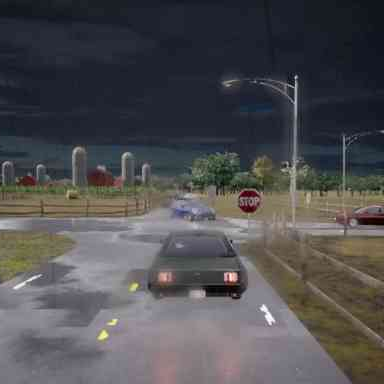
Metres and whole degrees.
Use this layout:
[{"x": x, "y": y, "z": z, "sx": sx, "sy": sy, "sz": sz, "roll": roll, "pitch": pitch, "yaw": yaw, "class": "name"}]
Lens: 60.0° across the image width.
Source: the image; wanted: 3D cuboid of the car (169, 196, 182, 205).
[{"x": -2.780, "y": 1.499, "z": 57.442, "sx": 1.994, "sy": 1.385, "sz": 4.181, "roll": 0, "pitch": 0, "yaw": 1, "class": "car"}]

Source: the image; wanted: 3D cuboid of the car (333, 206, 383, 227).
[{"x": 12.842, "y": 1.723, "z": 23.988, "sx": 5.008, "sy": 1.535, "sz": 1.882, "roll": 1, "pitch": 1, "yaw": 1, "class": "car"}]

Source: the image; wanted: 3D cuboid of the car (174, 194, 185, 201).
[{"x": -2.713, "y": 1.178, "z": 72.522, "sx": 2.033, "sy": 1.411, "sz": 5.357, "roll": 0, "pitch": 0, "yaw": 0, "class": "car"}]

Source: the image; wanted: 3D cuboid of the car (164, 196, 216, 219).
[{"x": -0.083, "y": 1.351, "z": 25.926, "sx": 2.097, "sy": 1.767, "sz": 4.553, "roll": 0, "pitch": 1, "yaw": -30, "class": "car"}]

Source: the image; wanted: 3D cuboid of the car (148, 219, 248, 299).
[{"x": 0.107, "y": 1.597, "z": 8.361, "sx": 1.895, "sy": 1.301, "sz": 4.718, "roll": 0, "pitch": 0, "yaw": 0, "class": "car"}]

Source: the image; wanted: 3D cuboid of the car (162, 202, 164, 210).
[{"x": -2.813, "y": 1.562, "z": 43.126, "sx": 1.895, "sy": 1.301, "sz": 4.718, "roll": 0, "pitch": 0, "yaw": 0, "class": "car"}]

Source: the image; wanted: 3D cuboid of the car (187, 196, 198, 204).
[{"x": 0.133, "y": 1.485, "z": 63.814, "sx": 1.994, "sy": 1.385, "sz": 4.181, "roll": 0, "pitch": 0, "yaw": 0, "class": "car"}]
